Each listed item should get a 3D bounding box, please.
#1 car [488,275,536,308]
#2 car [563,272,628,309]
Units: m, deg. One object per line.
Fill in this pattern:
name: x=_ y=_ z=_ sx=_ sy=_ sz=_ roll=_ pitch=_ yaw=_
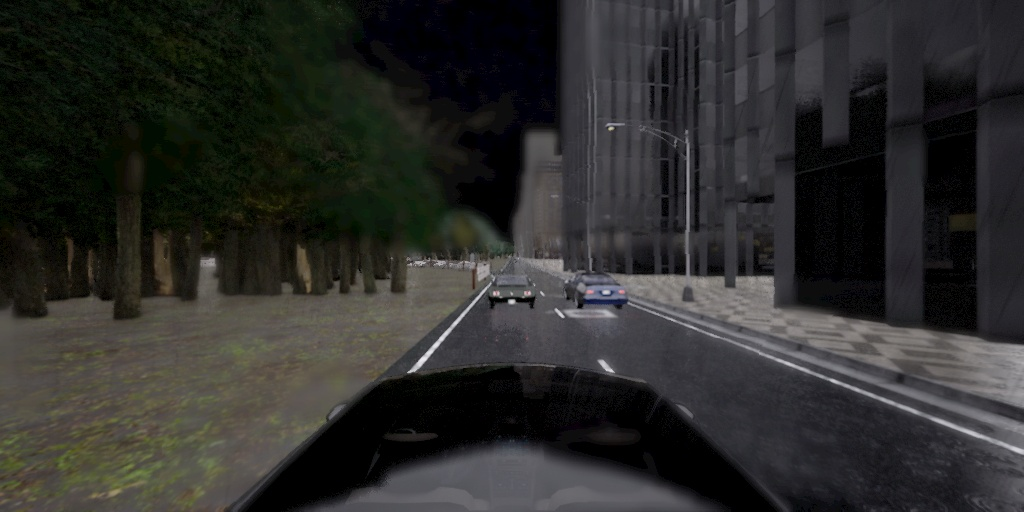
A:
car: x=-0.001 y=1.483 z=15.949 sx=1.895 sy=1.301 sz=4.718 roll=0 pitch=0 yaw=0
car: x=3.498 y=1.428 z=15.835 sx=2.033 sy=1.411 sz=5.357 roll=0 pitch=0 yaw=0
